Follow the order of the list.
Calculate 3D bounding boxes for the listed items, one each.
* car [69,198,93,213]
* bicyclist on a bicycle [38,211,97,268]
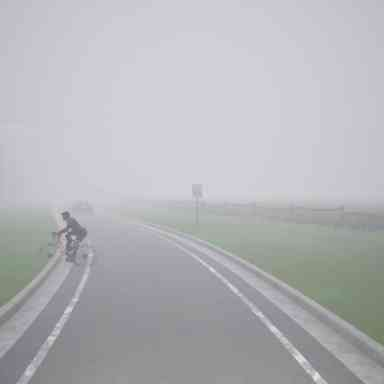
[{"bbox_3d":[-12.129,1.564,36.680,1.994,1.385,4.181,0,0,-22],"label":"car"},{"bbox_3d":[-3.610,1.412,9.781,1.656,1.620,0.582,5,-2,-12],"label":"bicyclist on a bicycle"}]
